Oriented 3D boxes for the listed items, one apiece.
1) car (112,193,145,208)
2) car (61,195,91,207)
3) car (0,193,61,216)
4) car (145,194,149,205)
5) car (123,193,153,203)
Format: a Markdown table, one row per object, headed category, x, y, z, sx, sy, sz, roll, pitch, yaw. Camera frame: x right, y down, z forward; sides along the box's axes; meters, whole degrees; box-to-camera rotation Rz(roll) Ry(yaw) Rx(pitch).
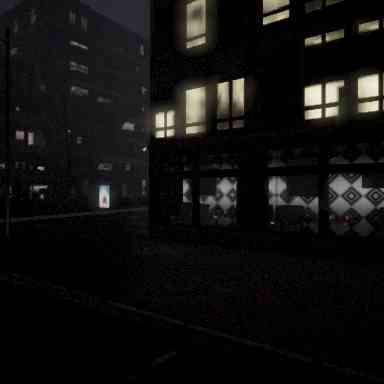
| category | x | y | z | sx | sy | sz | roll | pitch | yaw |
| --- | --- | --- | --- | --- | --- | --- | --- | --- | --- |
| car | -7.648 | 1.071 | 36.705 | 1.947 | 1.339 | 4.313 | 1 | 2 | 35 |
| car | -14.549 | 1.073 | 41.460 | 1.802 | 1.307 | 4.206 | 1 | 2 | 35 |
| car | -14.010 | 1.028 | 27.611 | 2.192 | 1.841 | 5.009 | 1 | 2 | 35 |
| car | -4.467 | 0.967 | 41.249 | 1.947 | 1.339 | 4.313 | 1 | 2 | 35 |
| car | -8.187 | 0.833 | 50.545 | 2.008 | 1.369 | 4.403 | 1 | 2 | 35 |
